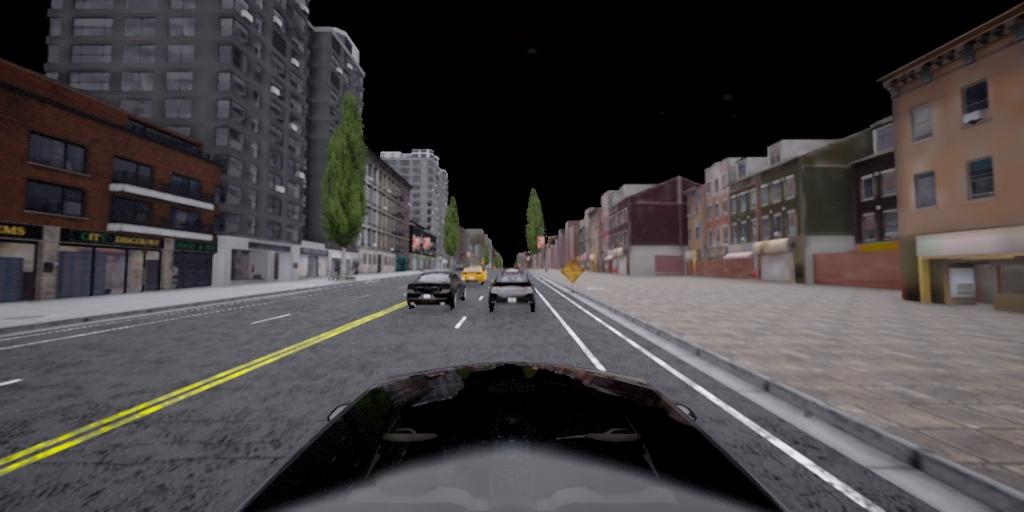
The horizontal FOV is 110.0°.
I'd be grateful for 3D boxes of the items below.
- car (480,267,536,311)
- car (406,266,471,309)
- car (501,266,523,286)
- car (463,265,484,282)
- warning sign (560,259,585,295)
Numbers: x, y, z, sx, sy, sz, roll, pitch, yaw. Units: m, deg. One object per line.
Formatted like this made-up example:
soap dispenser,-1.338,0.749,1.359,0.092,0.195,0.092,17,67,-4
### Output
car,0.021,1.409,15.371,2.128,1.511,4.902,0,-1,0
car,-3.224,1.403,16.112,1.882,1.535,5.008,0,0,0
car,0.023,1.658,30.785,1.812,1.442,4.674,0,-1,0
car,-3.223,1.616,31.135,1.882,1.535,5.008,0,-1,0
warning sign,3.225,1.077,18.850,1.300,1.860,1.060,0,0,0
